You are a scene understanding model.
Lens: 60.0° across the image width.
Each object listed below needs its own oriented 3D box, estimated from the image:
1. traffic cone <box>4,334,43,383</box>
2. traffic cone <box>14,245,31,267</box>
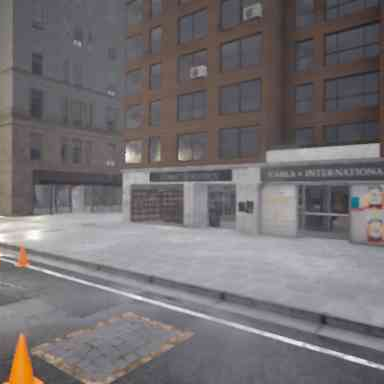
[{"bbox_3d":[-1.938,1.916,3.790,0.340,0.580,0.340,1,0,37],"label":"traffic cone"},{"bbox_3d":[-4.967,1.850,9.775,0.340,0.580,0.340,1,0,37],"label":"traffic cone"}]
